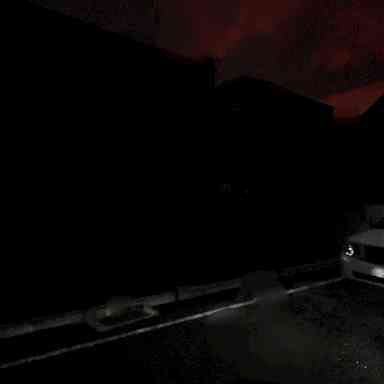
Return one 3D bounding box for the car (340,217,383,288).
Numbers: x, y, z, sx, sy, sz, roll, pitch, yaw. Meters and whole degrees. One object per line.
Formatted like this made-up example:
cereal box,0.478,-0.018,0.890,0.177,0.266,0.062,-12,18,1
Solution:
car,6.031,1.277,8.282,5.566,2.045,2.150,0,0,-35
